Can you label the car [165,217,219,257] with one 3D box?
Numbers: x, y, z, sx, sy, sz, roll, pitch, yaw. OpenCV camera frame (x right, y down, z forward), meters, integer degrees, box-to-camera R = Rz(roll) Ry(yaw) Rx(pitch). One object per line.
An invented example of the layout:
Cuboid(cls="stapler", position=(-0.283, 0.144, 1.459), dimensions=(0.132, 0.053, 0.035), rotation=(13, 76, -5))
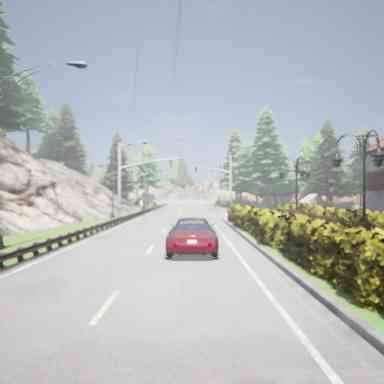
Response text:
Cuboid(cls="car", position=(0.019, 1.714, 13.533), dimensions=(1.994, 1.385, 4.181), rotation=(0, -1, 0))
